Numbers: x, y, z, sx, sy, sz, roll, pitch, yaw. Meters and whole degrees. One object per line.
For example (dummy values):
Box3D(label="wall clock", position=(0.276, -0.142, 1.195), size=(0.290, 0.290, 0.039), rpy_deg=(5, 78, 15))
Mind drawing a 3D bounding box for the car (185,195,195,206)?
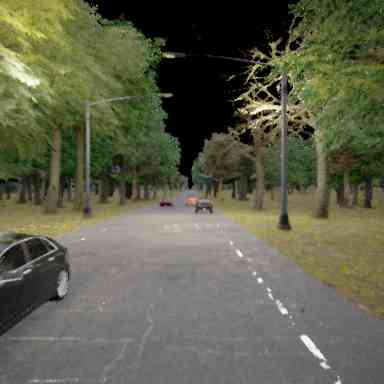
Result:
Box3D(label="car", position=(0.012, 1.317, 53.896), size=(2.097, 1.767, 4.553), rpy_deg=(0, 0, 0))

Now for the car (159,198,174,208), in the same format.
Box3D(label="car", position=(-3.573, 1.553, 47.218), size=(1.895, 1.301, 4.718), rpy_deg=(0, 0, 0))

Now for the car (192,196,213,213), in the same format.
Box3D(label="car", position=(1.232, 1.458, 35.777), size=(1.837, 1.490, 4.892), rpy_deg=(0, 0, 0))

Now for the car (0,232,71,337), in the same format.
Box3D(label="car", position=(-3.597, 1.526, 5.567), size=(1.837, 1.490, 4.892), rpy_deg=(0, 0, 0))

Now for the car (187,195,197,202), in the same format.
Box3D(label="car", position=(0.015, 1.419, 71.255), size=(2.128, 1.511, 4.902), rpy_deg=(0, 0, 0))
